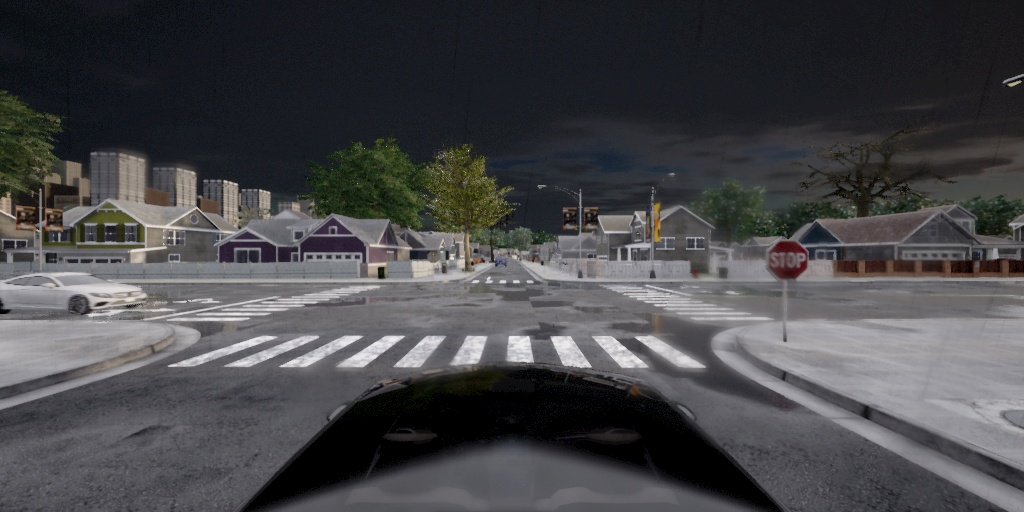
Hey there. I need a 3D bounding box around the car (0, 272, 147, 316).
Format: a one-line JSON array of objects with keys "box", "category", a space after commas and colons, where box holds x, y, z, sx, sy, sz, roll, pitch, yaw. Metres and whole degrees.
[{"box": [-16.087, 1.311, 12.924, 4.674, 1.442, 1.812, 0, 0, 0], "category": "car"}]
